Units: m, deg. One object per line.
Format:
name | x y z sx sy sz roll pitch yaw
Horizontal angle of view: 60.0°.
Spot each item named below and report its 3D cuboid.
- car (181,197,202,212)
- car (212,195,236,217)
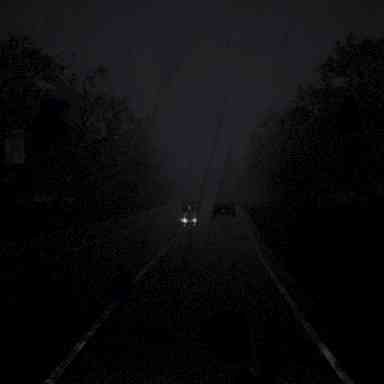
car | 0.014 1.345 36.232 2.128 1.511 4.902 0 0 7
car | 2.839 1.337 29.347 1.882 1.535 5.008 0 0 7
